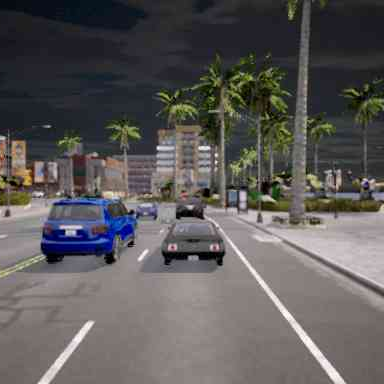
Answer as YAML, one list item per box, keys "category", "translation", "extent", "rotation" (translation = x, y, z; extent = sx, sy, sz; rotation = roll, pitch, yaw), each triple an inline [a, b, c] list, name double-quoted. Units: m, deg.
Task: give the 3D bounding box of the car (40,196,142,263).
- category: "car"
  translation: [-3.438, 1.246, 12.164]
  extent: [2.150, 2.045, 5.566]
  rotation: [0, 0, 0]

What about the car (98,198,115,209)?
- category: "car"
  translation: [-12.277, 1.595, 47.613]
  extent: [1.837, 1.490, 4.892]
  rotation: [0, -1, -22]

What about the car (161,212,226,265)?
- category: "car"
  translation: [0.061, 1.623, 11.789]
  extent: [1.895, 1.301, 4.718]
  rotation: [0, 0, 0]

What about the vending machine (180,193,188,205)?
- category: "vending machine"
  translation: [-1.473, 1.306, 59.374]
  extent: [1.100, 2.100, 0.880]
  rotation: [0, 0, -27]

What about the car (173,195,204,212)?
- category: "car"
  translation: [-0.290, 1.274, 27.136]
  extent: [2.150, 2.045, 5.566]
  rotation: [0, 0, -4]

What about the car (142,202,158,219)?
- category: "car"
  translation: [-3.987, 1.580, 29.179]
  extent: [1.812, 1.442, 4.674]
  rotation: [0, 0, -6]

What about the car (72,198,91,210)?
- category: "car"
  translation: [-14.846, 1.576, 44.570]
  extent: [2.128, 1.511, 4.902]
  rotation: [0, 0, -21]
